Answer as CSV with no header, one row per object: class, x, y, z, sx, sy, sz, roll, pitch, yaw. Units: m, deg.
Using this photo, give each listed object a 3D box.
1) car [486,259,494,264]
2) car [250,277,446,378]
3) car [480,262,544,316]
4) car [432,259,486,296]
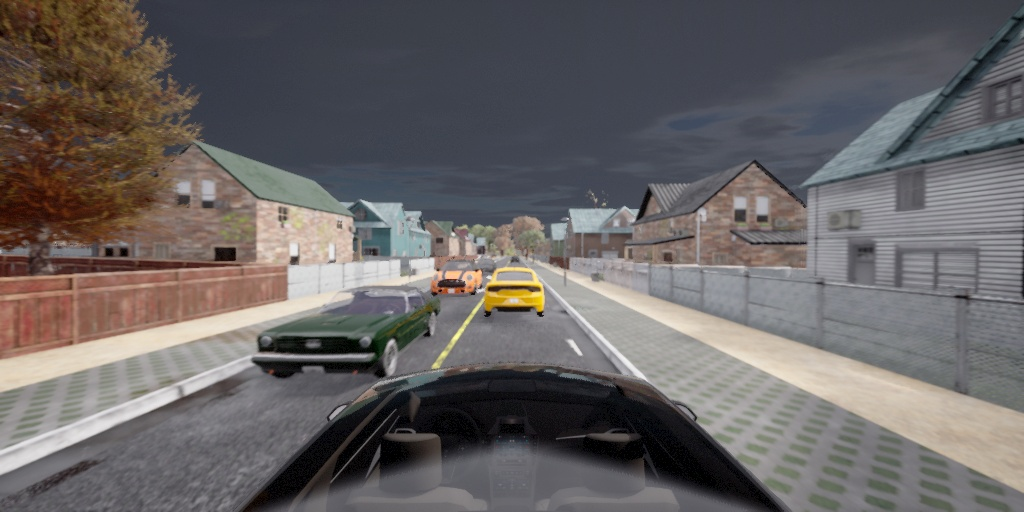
car,-2.484,1.032,34.698,1.837,1.490,4.892,0,0,1
car,-2.817,1.302,7.315,1.895,1.301,4.718,0,0,1
car,0.083,1.153,13.050,1.882,1.535,5.008,0,0,0
car,-2.710,0.981,18.403,2.097,1.767,4.553,0,0,1
